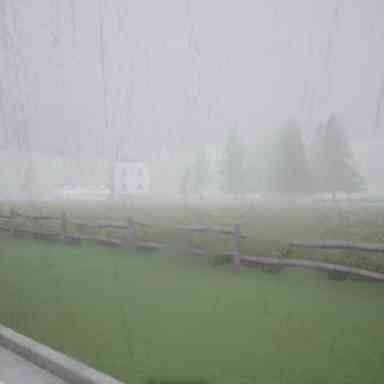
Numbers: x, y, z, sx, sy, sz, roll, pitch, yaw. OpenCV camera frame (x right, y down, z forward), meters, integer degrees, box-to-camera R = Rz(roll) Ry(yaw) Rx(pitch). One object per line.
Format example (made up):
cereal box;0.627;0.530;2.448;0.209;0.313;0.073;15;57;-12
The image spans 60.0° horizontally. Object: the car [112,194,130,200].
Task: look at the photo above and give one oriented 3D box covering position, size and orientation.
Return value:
car;-16.650;1.222;77.931;4.605;1.855;1.932;0;0;35
